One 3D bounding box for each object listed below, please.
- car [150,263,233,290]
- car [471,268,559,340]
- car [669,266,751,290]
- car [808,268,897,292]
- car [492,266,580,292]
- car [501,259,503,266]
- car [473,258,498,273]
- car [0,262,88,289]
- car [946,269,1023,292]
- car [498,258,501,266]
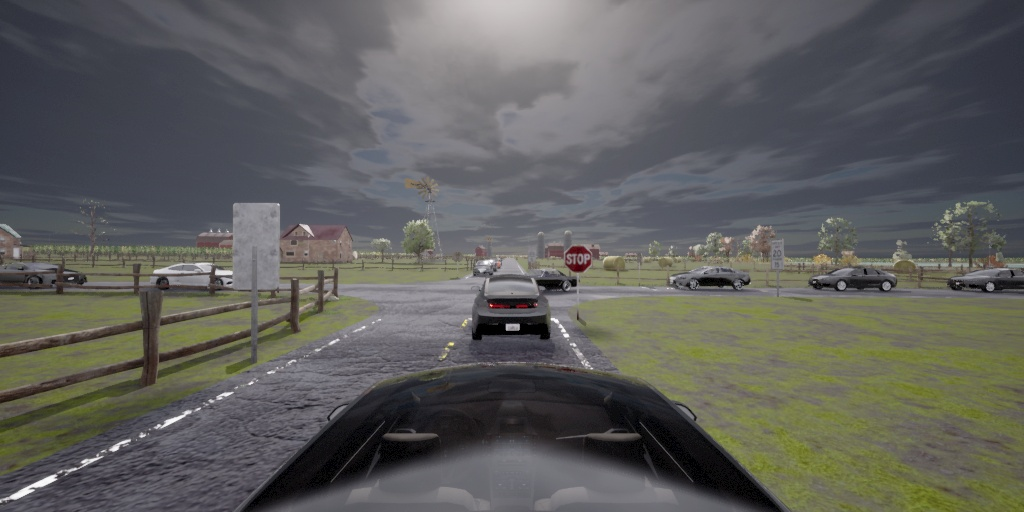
[{"bbox_3d":[-17.261,1.104,19.921,4.674,1.442,1.812,1,-1,-1],"label":"car"},{"bbox_3d":[-0.082,1.256,9.981,1.837,1.490,4.892,0,0,-2],"label":"car"},{"bbox_3d":[12.778,1.396,23.269,4.902,1.511,2.128,1,-1,-2],"label":"car"},{"bbox_3d":[22.179,1.499,23.449,4.892,1.490,1.837,1,-1,-1],"label":"car"},{"bbox_3d":[1.482,1.369,20.029,4.718,1.301,1.895,1,0,-35],"label":"car"},{"bbox_3d":[-2.914,1.100,56.652,2.097,1.767,4.553,0,0,0],"label":"car"},{"bbox_3d":[-2.897,1.243,36.901,2.128,1.511,4.902,0,0,0],"label":"car"},{"bbox_3d":[-26.381,1.048,19.790,4.181,1.385,1.994,1,-1,-1],"label":"car"},{"bbox_3d":[31.682,1.587,23.579,4.892,1.490,1.837,1,-1,-1],"label":"car"},{"bbox_3d":[-2.901,1.240,46.242,2.128,1.511,4.902,0,0,0],"label":"car"}]
